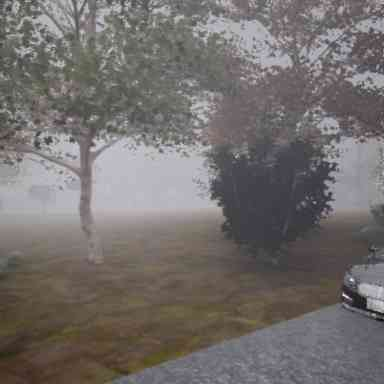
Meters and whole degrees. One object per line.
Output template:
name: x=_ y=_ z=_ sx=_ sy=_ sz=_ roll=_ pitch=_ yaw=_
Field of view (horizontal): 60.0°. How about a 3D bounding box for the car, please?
car: x=4.884 y=1.508 z=6.562 sx=4.902 sy=1.511 sz=2.128 roll=0 pitch=0 yaw=-36
